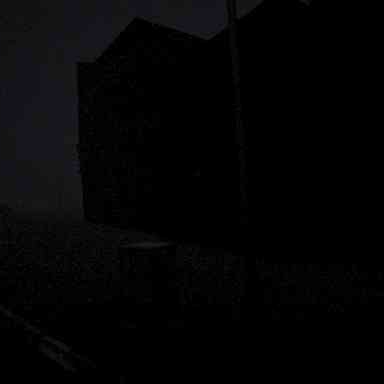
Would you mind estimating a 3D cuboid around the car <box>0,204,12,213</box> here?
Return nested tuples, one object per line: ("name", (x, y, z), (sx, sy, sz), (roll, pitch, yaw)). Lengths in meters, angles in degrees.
("car", (-27.190, 2.377, 46.772), (1.812, 1.442, 4.674), (-4, -1, 0))
